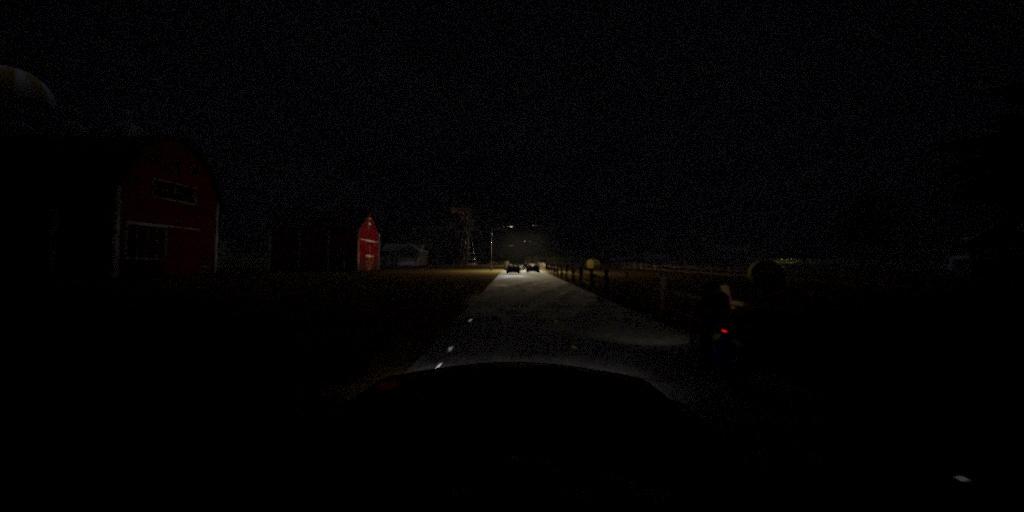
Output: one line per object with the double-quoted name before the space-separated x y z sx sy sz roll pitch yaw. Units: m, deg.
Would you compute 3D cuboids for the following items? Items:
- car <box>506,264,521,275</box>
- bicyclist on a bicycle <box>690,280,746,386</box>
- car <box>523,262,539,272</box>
"car" 0.176 1.731 47.280 1.895 1.301 4.718 0 -1 1
"bicyclist on a bicycle" 3.518 1.261 6.220 0.582 1.620 1.656 0 -1 0
"car" 3.151 1.790 55.187 1.994 1.385 4.181 0 -1 0
